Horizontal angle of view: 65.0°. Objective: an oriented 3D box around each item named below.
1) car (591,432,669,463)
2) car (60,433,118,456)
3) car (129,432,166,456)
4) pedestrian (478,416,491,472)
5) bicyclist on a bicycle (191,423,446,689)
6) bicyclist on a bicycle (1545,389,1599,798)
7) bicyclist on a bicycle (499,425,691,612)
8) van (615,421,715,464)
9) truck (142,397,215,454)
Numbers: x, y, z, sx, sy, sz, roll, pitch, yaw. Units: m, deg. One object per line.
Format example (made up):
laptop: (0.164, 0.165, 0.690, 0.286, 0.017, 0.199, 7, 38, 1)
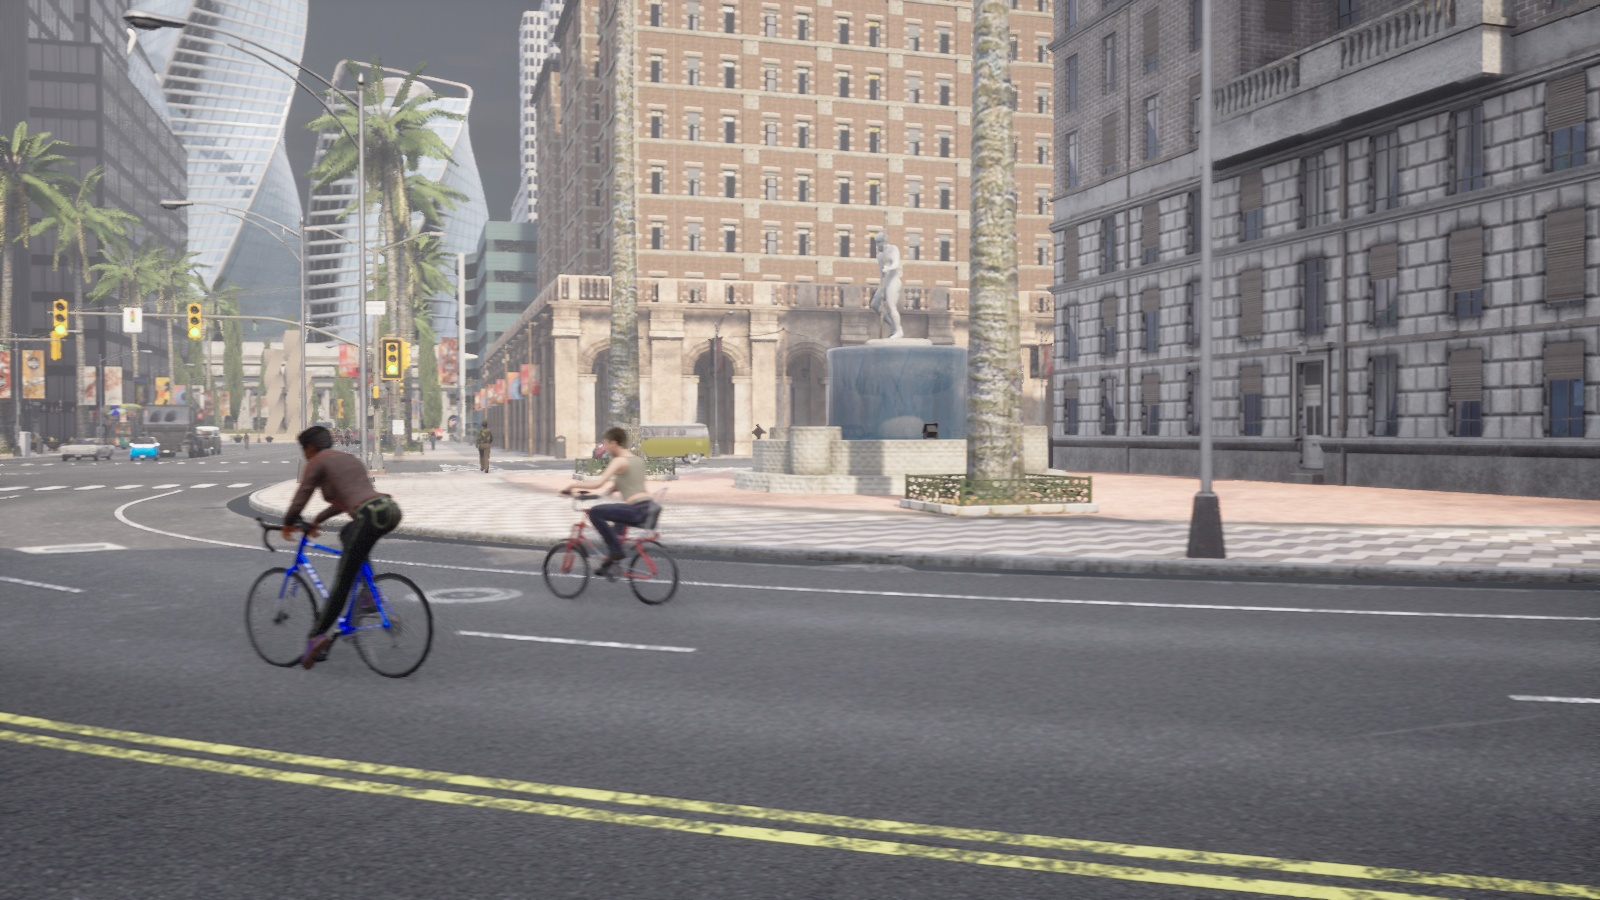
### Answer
car: (-8.481, -0.141, 62.539, 3.633, 1.501, 1.845, 0, 1, -17)
car: (-41.105, -0.340, 72.668, 1.895, 1.301, 4.718, 0, 1, -17)
car: (-37.101, -0.351, 71.470, 1.481, 1.376, 2.207, 0, 1, -17)
pedestrian: (-10.920, -0.219, 43.494, 0.395, 1.930, 0.692, 0, 1, -18)
bicyclist on a bicycle: (-3.182, 0.642, 8.277, 1.656, 1.620, 0.582, 0, 0, 25)
bicyclist on a bicycle: (4.442, 0.631, 5.544, 1.843, 1.776, 0.659, 1, 1, 14)
bicyclist on a bicycle: (-1.876, 0.581, 11.519, 1.509, 1.612, 0.866, 1, 0, 26)
van: (-6.405, -0.347, 59.483, 4.442, 1.987, 1.775, 0, 1, -16)
truck: (-39.848, -1.539, 80.723, 2.891, 3.462, 7.936, 0, 1, -17)
